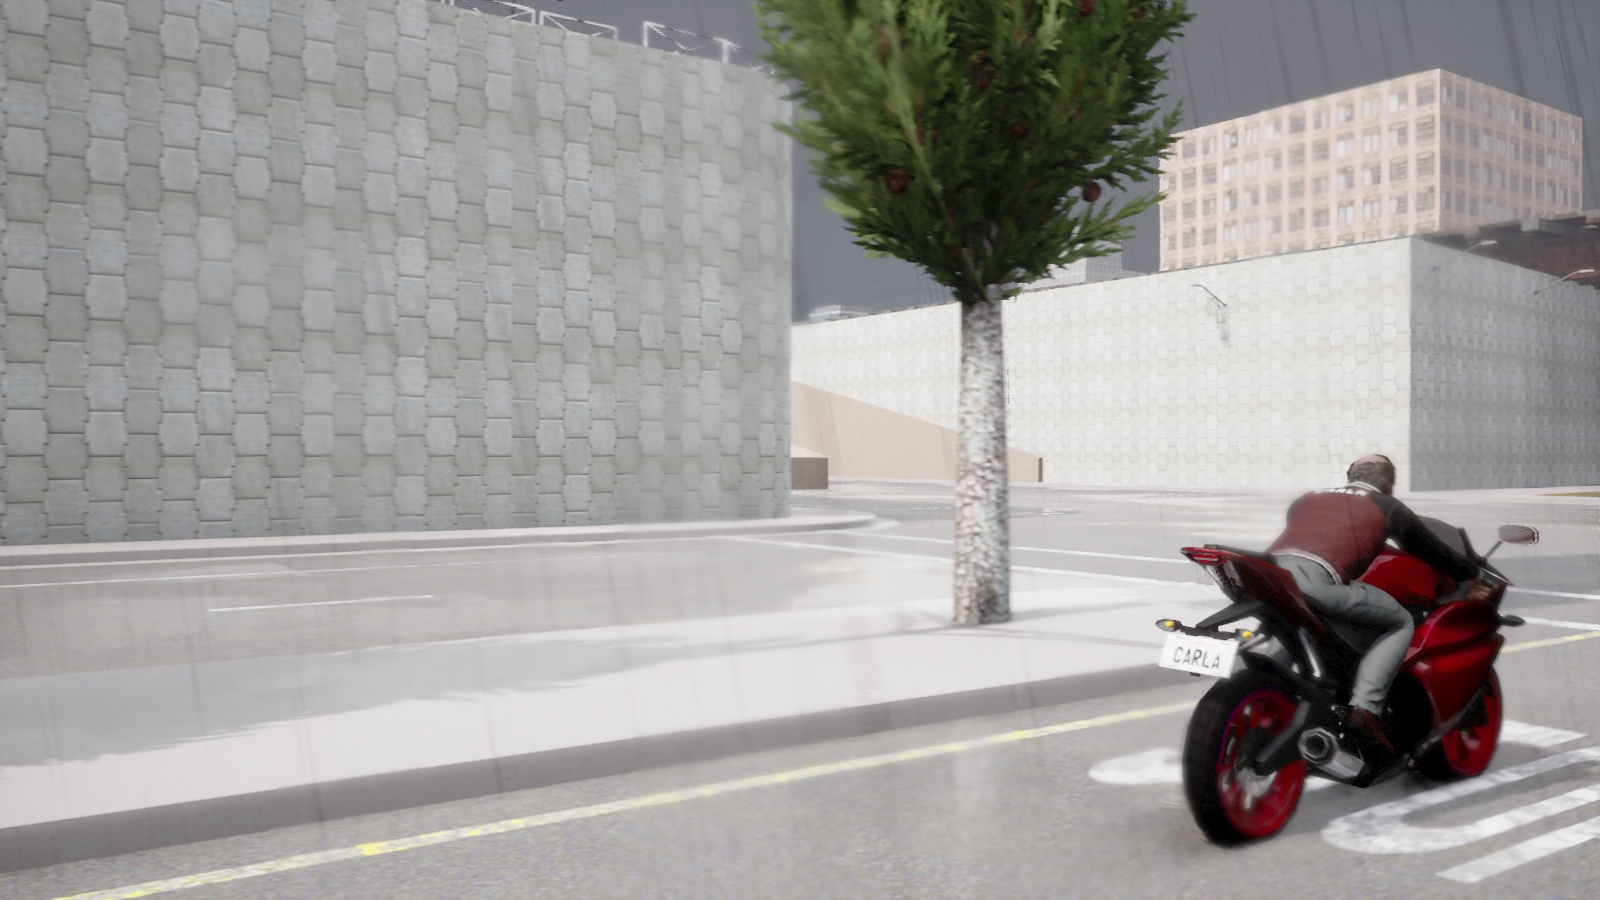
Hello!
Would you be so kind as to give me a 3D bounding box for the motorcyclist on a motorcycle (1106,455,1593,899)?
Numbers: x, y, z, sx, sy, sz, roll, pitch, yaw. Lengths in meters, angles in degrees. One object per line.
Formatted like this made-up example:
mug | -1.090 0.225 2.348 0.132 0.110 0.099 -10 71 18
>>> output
motorcyclist on a motorcycle | 2.379 0.788 5.315 2.191 1.530 0.866 0 0 -35
